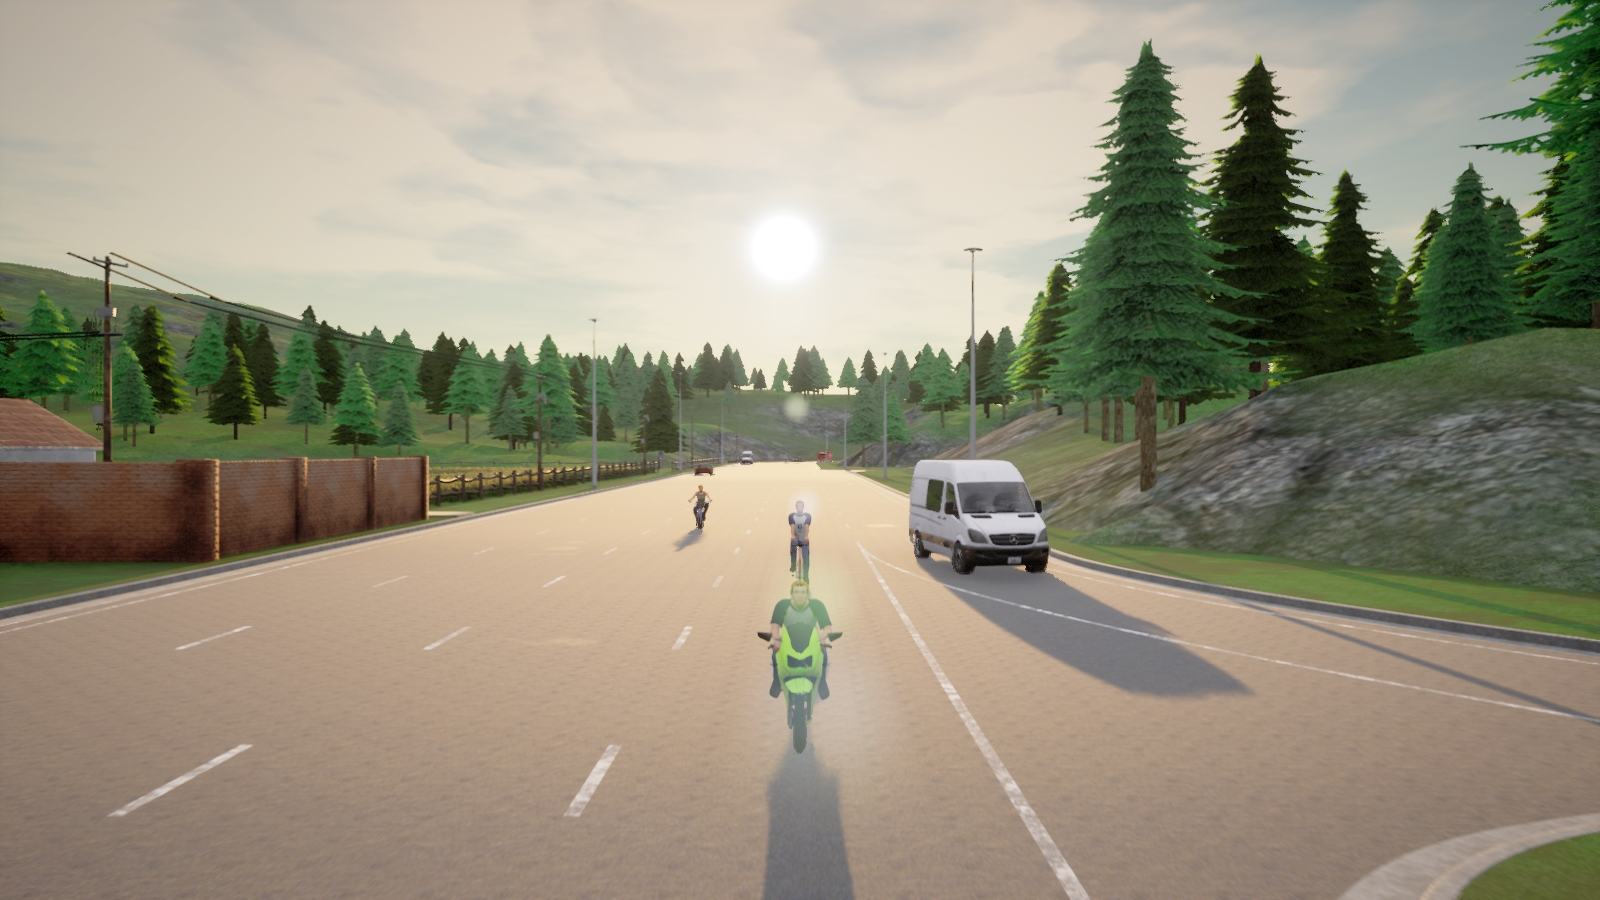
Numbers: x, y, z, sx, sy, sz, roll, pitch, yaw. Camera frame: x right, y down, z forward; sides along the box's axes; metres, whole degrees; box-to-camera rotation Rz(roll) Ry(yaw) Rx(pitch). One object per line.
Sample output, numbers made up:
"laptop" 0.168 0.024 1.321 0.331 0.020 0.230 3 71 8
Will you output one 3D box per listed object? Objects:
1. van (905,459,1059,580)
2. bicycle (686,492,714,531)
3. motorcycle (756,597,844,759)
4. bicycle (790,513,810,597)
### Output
"van" 4.251 1.534 27.848 1.988 2.561 5.915 0 0 -8
"bicycle" -3.504 2.158 40.308 0.859 1.277 1.487 0 0 0
"motorcycle" -0.001 2.186 11.334 0.803 1.199 2.033 0 0 0
"bicycle" -0.001 2.056 22.646 0.373 1.496 1.643 0 1 0
